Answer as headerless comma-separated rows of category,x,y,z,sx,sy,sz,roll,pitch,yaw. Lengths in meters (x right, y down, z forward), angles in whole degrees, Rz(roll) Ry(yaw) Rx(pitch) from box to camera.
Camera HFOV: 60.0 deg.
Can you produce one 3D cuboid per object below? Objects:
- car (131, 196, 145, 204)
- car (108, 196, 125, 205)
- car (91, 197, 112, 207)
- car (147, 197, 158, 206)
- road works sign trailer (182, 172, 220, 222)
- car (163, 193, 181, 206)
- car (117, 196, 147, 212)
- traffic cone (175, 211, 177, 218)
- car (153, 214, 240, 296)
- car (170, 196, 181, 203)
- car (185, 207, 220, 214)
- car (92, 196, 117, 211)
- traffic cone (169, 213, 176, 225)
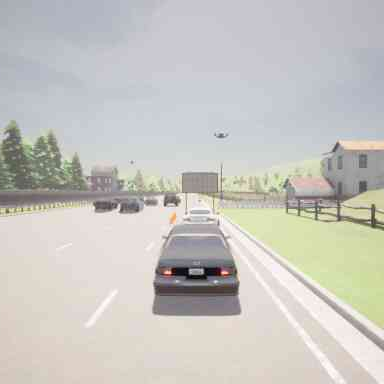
car,-10.321,1.501,63.713,1.837,1.490,4.892,0,-1,0
car,-13.824,1.478,61.122,1.882,1.535,5.008,0,0,0
car,-13.842,1.564,51.082,1.994,1.385,4.181,0,0,1
car,-6.831,1.547,55.824,2.033,1.411,5.357,0,0,0
road works sign trailer,0.514,0.464,22.052,2.380,3.560,2.880,0,0,-4
car,-3.334,1.221,53.319,2.150,2.045,5.566,0,0,0
car,-6.855,1.353,38.376,2.097,1.767,4.553,0,0,0
traffic cone,-1.456,1.955,25.139,0.340,0.580,0.340,0,0,0
car,0.108,1.547,8.782,2.033,1.411,5.357,0,0,1
car,-3.315,1.564,68.534,1.994,1.385,4.181,0,0,0
car,0.538,1.538,18.438,1.812,1.442,4.674,0,-1,6
car,-10.351,1.478,40.555,1.882,1.535,5.008,0,0,0
traffic cone,-1.459,1.955,23.139,0.340,0.580,0.340,0,0,0
